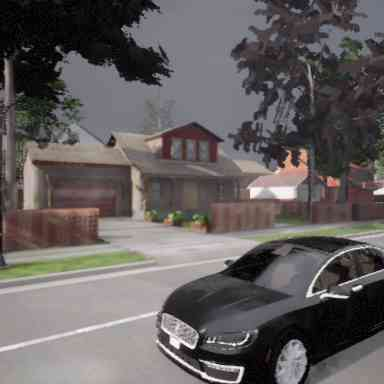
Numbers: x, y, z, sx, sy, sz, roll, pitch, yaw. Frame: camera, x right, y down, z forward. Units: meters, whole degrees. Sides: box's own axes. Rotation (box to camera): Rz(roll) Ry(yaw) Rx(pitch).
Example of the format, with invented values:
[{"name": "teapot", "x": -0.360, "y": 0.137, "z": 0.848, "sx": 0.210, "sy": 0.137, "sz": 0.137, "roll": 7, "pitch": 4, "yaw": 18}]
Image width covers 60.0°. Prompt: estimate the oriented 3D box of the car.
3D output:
[{"name": "car", "x": 1.782, "y": 1.517, "z": 5.256, "sx": 4.892, "sy": 1.490, "sz": 1.837, "roll": 1, "pitch": 0, "yaw": -35}]
